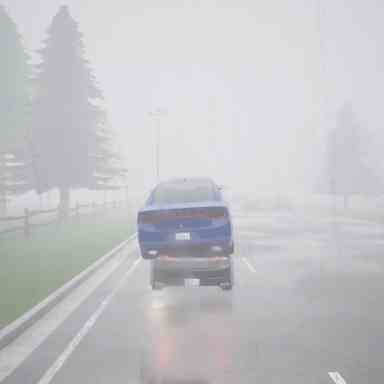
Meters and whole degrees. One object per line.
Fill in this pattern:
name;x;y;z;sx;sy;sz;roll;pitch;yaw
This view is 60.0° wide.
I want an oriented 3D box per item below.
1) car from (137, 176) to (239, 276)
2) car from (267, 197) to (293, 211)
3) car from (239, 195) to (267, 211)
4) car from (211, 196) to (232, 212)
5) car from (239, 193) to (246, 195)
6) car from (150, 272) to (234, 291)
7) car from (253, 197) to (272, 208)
car;-0.082;0.342;8.302;1.882;1.535;5.008;-4;7;3
car;10.500;1.352;40.035;2.097;1.767;4.553;0;0;0
car;7.000;1.491;39.648;2.128;1.511;4.902;0;0;0
car;3.500;1.352;40.035;2.097;1.767;4.553;0;0;0
car;7.000;1.221;50.098;2.150;2.045;5.566;0;0;0
car;0.001;1.554;9.028;2.128;1.511;4.902;0;1;0
car;10.500;1.505;50.068;1.837;1.490;4.892;0;0;0
